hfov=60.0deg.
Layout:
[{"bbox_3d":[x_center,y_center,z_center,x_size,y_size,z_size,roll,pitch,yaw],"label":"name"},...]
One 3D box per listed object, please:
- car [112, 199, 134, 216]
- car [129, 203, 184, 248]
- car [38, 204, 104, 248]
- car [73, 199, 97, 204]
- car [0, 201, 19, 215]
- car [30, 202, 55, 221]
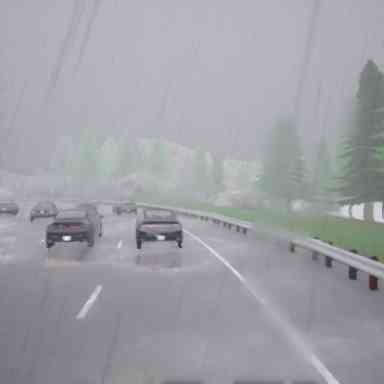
[{"bbox_3d":[-6.556,1.431,32.216,2.128,1.511,4.902,0,0,-21],"label":"car"},{"bbox_3d":[-1.523,1.458,14.570,2.128,1.511,4.902,0,0,-9],"label":"car"},{"bbox_3d":[-5.125,1.484,14.895,1.837,1.490,4.892,0,0,-10],"label":"car"},{"bbox_3d":[-10.341,1.458,32.310,1.837,1.490,4.892,0,0,-22],"label":"car"},{"bbox_3d":[-18.185,1.545,32.706,1.994,1.385,4.181,0,0,-25],"label":"car"},{"bbox_3d":[-11.883,1.521,26.849,2.033,1.411,5.357,0,0,-20],"label":"car"}]
